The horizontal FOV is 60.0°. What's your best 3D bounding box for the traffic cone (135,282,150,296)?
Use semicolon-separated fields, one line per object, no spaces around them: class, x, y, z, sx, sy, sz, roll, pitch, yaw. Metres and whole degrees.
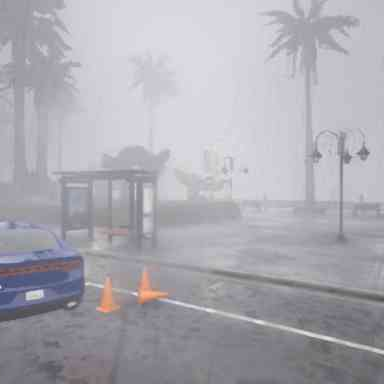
traffic cone;-0.758;2.039;6.556;0.580;0.340;0.340;0;0;-18

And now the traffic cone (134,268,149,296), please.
traffic cone;-1.008;1.917;7.115;0.340;0.580;0.340;0;0;37

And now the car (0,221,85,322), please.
car;-3.869;1.338;6.825;1.882;1.535;5.008;0;1;-39

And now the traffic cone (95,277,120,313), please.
traffic cone;-1.604;1.918;6.312;0.340;0.580;0.340;0;0;37
